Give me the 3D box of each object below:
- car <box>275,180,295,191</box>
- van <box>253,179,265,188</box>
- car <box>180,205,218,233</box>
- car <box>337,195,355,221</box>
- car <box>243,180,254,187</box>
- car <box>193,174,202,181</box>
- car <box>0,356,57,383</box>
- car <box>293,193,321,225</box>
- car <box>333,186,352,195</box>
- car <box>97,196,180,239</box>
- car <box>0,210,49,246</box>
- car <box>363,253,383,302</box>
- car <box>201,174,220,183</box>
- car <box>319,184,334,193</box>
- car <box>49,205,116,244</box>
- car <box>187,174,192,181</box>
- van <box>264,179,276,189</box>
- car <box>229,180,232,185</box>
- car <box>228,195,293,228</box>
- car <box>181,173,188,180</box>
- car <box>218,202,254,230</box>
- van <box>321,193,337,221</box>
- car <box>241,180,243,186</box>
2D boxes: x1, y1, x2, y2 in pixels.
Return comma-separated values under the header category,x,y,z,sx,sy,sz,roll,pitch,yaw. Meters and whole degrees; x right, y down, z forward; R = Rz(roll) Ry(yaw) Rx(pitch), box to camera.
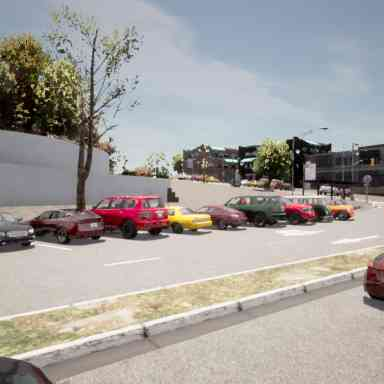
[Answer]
category,x,y,z,sx,sy,sz,roll,pitch,yaw
car,19.052,-0.991,66.251,2.231,1.521,4.892,7,3,35
van,15.563,-1.763,71.085,1.878,1.987,4.442,7,4,35
car,-1.430,1.503,19.389,5.366,1.575,1.946,-1,-1,35
car,11.064,1.404,27.900,4.553,1.767,2.185,-1,-1,35
car,13.988,-1.811,73.816,1.946,1.575,5.366,7,3,35
car,3.457,-3.698,88.368,2.435,2.045,5.566,7,3,34
car,-2.882,1.504,1.076,4.892,1.490,1.837,0,0,-35
car,6.117,1.267,24.480,5.566,2.045,2.435,-1,-1,35
car,25.953,0.137,56.394,2.002,1.452,4.674,7,3,35
car,-3.750,1.248,17.562,5.566,2.045,2.435,-1,-1,35
car,-8.615,1.493,14.070,4.892,1.521,2.231,-1,-1,35
car,5.558,1.574,7.103,4.181,1.385,1.994,0,0,-34
car,5.309,-3.175,86.109,1.946,1.575,5.366,7,3,34
car,24.262,-0.425,58.866,2.435,2.045,5.566,7,3,35
car,-6.195,1.524,15.816,4.792,1.488,2.163,-1,-1,35
car,1.663,-3.849,90.834,2.185,1.767,4.553,6,3,34
van,17.292,-1.490,68.614,1.878,1.987,4.442,7,4,35
car,10.414,-2.316,78.599,2.002,1.452,4.674,7,3,35
car,3.603,1.263,22.775,5.566,2.045,2.435,-1,-1,35
car,-0.067,-4.084,93.304,2.185,1.767,4.553,4,1,33
car,1.176,1.549,21.017,4.674,1.452,2.002,-1,-1,35
van,8.655,1.297,26.150,4.442,1.987,1.878,-1,-1,35
car,12.157,-2.042,76.137,2.002,1.452,4.674,7,4,35
